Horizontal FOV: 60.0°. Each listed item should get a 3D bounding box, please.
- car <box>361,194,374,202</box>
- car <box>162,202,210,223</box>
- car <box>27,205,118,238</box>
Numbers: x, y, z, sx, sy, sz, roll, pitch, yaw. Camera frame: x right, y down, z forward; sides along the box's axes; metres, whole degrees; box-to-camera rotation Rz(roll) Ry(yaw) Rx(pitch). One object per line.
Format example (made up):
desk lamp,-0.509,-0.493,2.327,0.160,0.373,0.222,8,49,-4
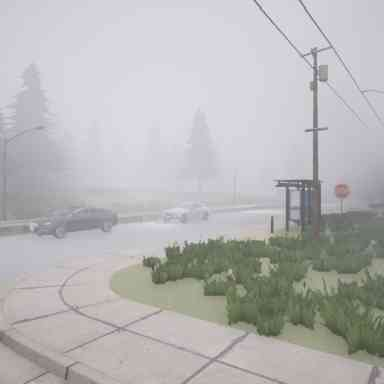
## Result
car,40.389,1.355,76.486,2.097,1.767,4.553,0,0,36
car,-0.340,1.526,25.856,1.812,1.442,4.674,0,0,36
car,-6.184,1.492,17.782,2.128,1.511,4.902,0,0,36
